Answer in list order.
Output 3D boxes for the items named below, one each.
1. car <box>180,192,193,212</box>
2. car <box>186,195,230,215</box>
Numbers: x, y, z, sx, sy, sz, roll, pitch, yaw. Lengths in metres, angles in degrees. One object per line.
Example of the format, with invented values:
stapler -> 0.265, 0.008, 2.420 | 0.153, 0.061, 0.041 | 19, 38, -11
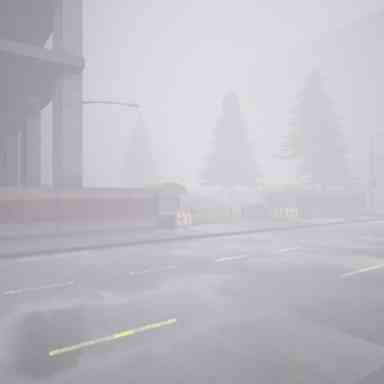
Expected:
car -> -0.219, 1.168, 36.455 | 4.605, 1.855, 1.932 | 0, 0, -35
car -> 1.814, 1.336, 32.408 | 3.988, 1.617, 1.851 | 0, 0, -35
